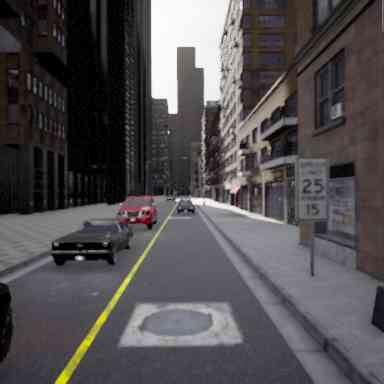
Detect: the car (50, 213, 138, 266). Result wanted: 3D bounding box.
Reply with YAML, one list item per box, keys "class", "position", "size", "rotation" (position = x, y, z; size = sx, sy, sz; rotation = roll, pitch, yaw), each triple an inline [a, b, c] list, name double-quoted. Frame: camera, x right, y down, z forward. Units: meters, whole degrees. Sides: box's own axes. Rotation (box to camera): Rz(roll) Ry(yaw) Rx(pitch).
- class: "car"
  position: [-3.339, 1.647, 11.978]
  size: [1.895, 1.301, 4.718]
  rotation: [0, 0, -1]

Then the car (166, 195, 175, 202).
- class: "car"
  position: [-4.617, 1.438, 73.653]
  size: [1.994, 1.385, 4.181]
  rotation: [0, 0, -1]

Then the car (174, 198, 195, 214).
- class: "car"
  position: [-0.677, 1.664, 36.239]
  size: [1.895, 1.301, 4.718]
  rotation: [0, 0, -1]

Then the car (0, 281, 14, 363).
- class: "car"
  position: [-3.123, 1.500, 2.047]
  size: [1.882, 1.535, 5.008]
  rotation: [0, 0, 0]

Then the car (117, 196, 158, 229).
- class: "car"
  position: [-3.565, 1.292, 22.489]
  size: [2.150, 2.045, 5.566]
  rotation: [0, 0, -1]
